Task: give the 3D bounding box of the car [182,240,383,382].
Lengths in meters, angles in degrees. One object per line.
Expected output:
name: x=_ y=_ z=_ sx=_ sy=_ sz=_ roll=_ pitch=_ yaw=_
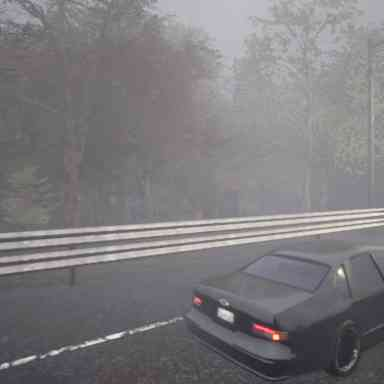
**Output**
car: x=2.442 y=1.535 z=5.500 sx=5.357 sy=1.411 sz=2.033 roll=0 pitch=0 yaw=-36
